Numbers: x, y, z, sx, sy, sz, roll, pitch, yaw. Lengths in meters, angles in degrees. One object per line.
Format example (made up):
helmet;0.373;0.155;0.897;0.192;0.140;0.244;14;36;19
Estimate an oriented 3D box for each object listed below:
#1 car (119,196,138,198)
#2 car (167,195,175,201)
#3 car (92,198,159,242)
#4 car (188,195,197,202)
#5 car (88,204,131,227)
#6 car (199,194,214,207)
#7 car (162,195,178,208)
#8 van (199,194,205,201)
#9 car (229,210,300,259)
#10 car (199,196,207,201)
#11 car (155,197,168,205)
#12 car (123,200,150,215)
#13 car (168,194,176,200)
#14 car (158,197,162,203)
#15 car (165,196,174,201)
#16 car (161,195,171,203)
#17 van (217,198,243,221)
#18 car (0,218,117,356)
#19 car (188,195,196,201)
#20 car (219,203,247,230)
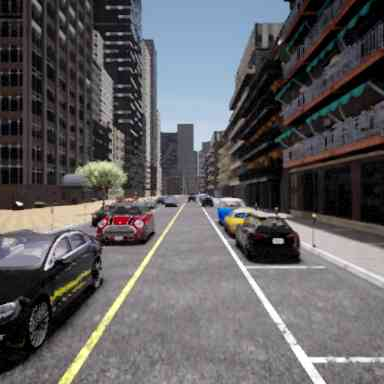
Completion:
car;-5.687;1.316;29.037;2.192;1.841;5.009;0;0;0
car;-5.676;1.619;89.789;2.008;1.369;4.403;0;0;0
car;-3.040;1.350;16.166;2.097;1.767;4.553;0;0;0
car;0.014;1.401;70.184;1.837;1.490;4.892;0;0;0
car;-5.688;1.565;23.515;1.947;1.339;4.313;0;0;0
car;2.365;1.523;52.503;1.837;1.490;4.892;0;0;0
car;-3.066;1.563;49.878;2.033;1.411;5.357;0;0;0
van;2.705;1.410;89.786;1.690;1.788;3.998;0;0;0
car;2.691;1.564;12.467;1.947;1.339;4.313;0;0;0
car;2.704;1.604;84.263;1.887;1.381;4.507;0;0;0
car;-5.681;1.593;62.174;1.947;1.339;4.313;0;0;0
car;-5.686;1.555;34.561;2.008;1.369;4.403;0;0;0
car;-5.675;1.518;95.312;1.967;1.590;4.097;0;0;0
car;-5.684;1.563;45.606;2.008;1.369;4.403;0;0;0
car;-5.677;1.609;84.265;2.008;1.369;4.403;0;0;0
car;-5.679;1.481;73.221;1.967;1.590;4.097;0;0;0
van;2.692;1.341;23.513;1.690;1.788;3.998;0;0;0
car;-3.089;1.490;6.272;2.128;1.511;4.902;0;0;0
car;0.018;1.539;83.845;2.128;1.511;4.902;0;0;0
car;2.692;1.524;18.160;1.752;1.417;4.829;0;0;0
